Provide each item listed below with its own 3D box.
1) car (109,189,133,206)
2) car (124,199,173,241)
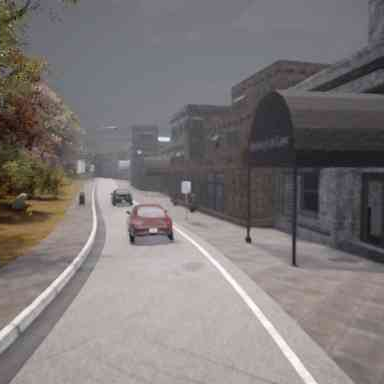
[{"bbox_3d":[-6.979,0.439,32.838,1.837,1.490,4.892,-1,4,-17],"label":"car"},{"bbox_3d":[-2.021,1.277,15.318,1.812,1.442,4.674,-1,2,-13],"label":"car"}]
